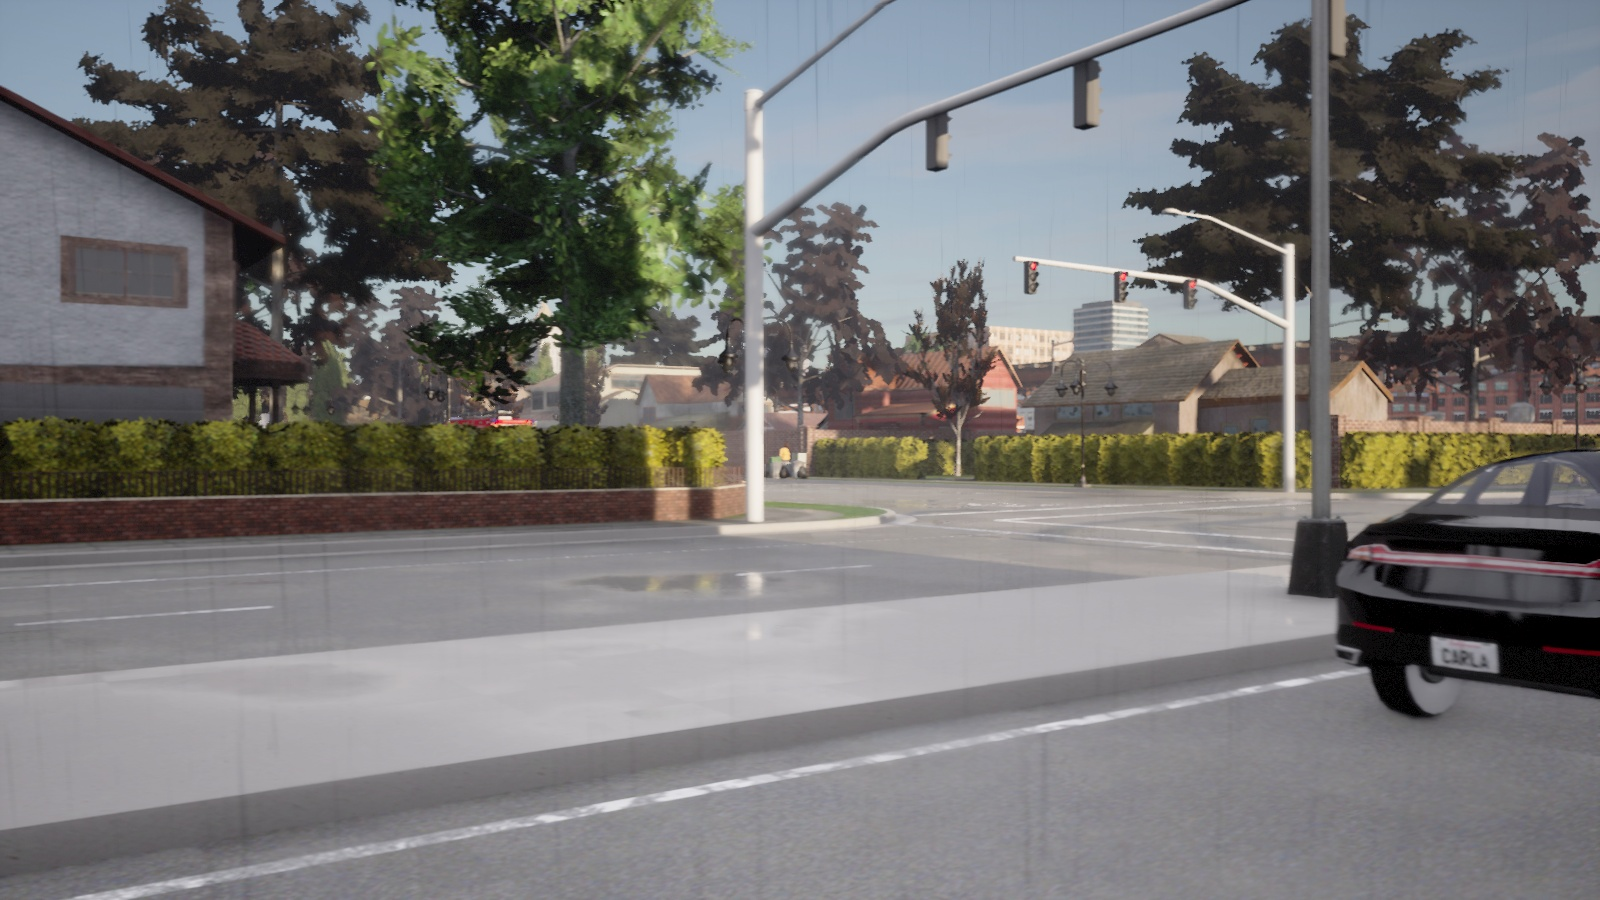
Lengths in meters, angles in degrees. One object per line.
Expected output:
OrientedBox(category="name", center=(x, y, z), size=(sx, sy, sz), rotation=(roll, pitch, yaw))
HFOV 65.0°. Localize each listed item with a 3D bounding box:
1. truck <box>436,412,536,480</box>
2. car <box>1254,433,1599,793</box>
OrientedBox(category="truck", center=(-18.834, -0.236, 75.016), size=(2.891, 3.827, 8.468), rotation=(0, 0, -35))
OrientedBox(category="car", center=(5.023, 0.672, 7.158), size=(4.902, 1.511, 2.128), rotation=(0, 0, -35))
